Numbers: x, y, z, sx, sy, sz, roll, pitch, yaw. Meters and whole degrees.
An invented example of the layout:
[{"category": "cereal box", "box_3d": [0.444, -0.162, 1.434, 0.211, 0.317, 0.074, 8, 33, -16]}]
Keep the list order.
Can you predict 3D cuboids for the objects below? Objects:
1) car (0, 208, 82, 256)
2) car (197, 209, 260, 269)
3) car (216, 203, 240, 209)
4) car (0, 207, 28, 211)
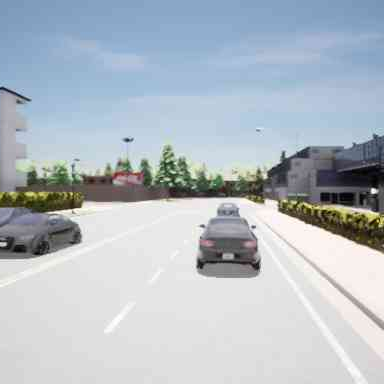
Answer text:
[{"category": "car", "box_3d": [-5.911, 1.507, 12.747, 1.994, 1.385, 4.181, 0, 0, 6]}, {"category": "car", "box_3d": [1.191, 1.531, 11.087, 1.812, 1.442, 4.674, 0, 0, 6]}, {"category": "car", "box_3d": [2.875, 1.561, 26.755, 2.033, 1.411, 5.357, 0, 0, 6]}, {"category": "car", "box_3d": [-9.037, 1.462, 16.330, 2.033, 1.411, 5.357, 0, 0, 6]}]
